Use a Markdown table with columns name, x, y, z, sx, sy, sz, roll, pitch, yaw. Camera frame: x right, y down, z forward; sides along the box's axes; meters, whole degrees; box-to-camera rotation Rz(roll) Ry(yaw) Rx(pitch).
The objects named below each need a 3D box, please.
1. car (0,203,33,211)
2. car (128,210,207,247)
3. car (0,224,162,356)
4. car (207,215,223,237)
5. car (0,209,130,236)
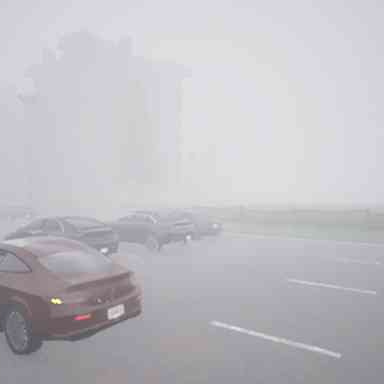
| name | x | y | z | sx | sy | sz | roll | pitch | yaw |
| --- | --- | --- | --- | --- | --- | --- | --- | --- | --- |
| car | -14.843 | 1.649 | 27.474 | 4.892 | 1.490 | 1.837 | 0 | 0 | 35 |
| car | -2.105 | 1.541 | 14.091 | 4.902 | 1.511 | 2.128 | 0 | 0 | 36 |
| car | -2.962 | 1.556 | 6.087 | 4.674 | 1.442 | 1.812 | 0 | 0 | 35 |
| car | -0.508 | 1.616 | 17.252 | 4.181 | 1.385 | 1.994 | 0 | 0 | 36 |
| car | -4.652 | 1.558 | 11.609 | 4.892 | 1.490 | 1.837 | 0 | 0 | 35 |
